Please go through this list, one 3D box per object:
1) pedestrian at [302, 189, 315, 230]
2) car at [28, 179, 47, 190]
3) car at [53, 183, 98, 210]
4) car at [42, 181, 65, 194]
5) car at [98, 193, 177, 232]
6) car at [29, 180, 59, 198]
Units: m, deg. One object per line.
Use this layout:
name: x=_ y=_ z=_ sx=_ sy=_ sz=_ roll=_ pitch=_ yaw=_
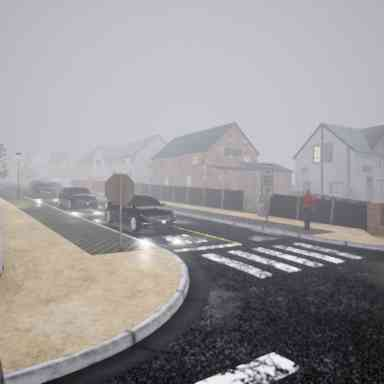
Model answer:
pedestrian: x=5.111 y=0.762 z=14.747 sx=0.375 sy=1.860 sz=0.375 roll=4 pitch=-2 yaw=-35
car: x=-24.424 y=-1.165 z=52.510 sx=1.837 sy=1.490 sz=4.892 roll=0 pitch=3 yaw=-36
car: x=-8.186 y=0.380 z=23.723 sx=1.837 sy=1.490 sz=4.892 roll=0 pitch=3 yaw=-34
car: x=-18.044 y=-0.610 z=43.230 sx=1.812 sy=1.442 sz=4.674 roll=0 pitch=2 yaw=-35
car: x=-2.513 y=0.856 z=15.482 sx=1.837 sy=1.490 sz=4.892 roll=0 pitch=3 yaw=-35
car: x=-15.030 y=-0.194 z=33.683 sx=1.837 sy=1.490 sz=4.892 roll=0 pitch=3 yaw=-34
